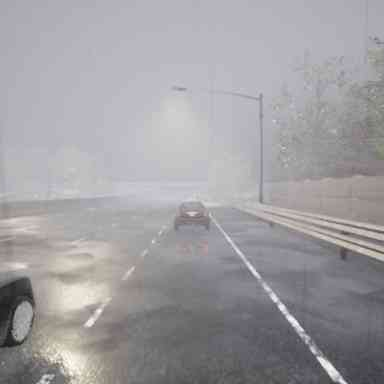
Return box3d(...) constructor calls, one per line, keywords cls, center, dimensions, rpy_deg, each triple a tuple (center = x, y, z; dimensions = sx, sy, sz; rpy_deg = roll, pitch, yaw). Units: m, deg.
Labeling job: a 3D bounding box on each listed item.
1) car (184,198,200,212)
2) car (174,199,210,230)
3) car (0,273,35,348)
box3d(cls="car", center=(0.034, 1.536, 40.140), dimensions=(1.812, 1.442, 4.674), rpy_deg=(0, 0, 0))
box3d(cls="car", center=(0.006, 1.352, 21.398), dimensions=(2.097, 1.767, 4.553), rpy_deg=(0, 0, 0))
box3d(cls="car", center=(-3.399, 1.477, 3.268), dimensions=(1.882, 1.535, 5.008), rpy_deg=(0, 0, 0))
